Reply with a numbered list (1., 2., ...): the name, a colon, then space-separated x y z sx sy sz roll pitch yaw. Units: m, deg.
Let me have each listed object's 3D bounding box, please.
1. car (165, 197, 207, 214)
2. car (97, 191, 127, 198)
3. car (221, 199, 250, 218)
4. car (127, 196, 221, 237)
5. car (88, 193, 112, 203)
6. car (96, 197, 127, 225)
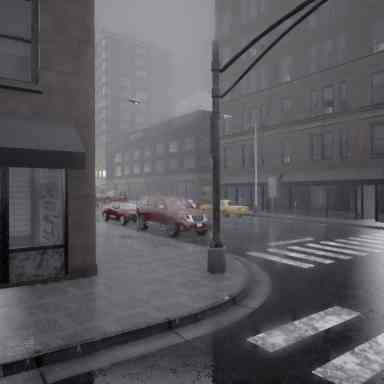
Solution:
1. car: -0.647 1.204 30.978 1.802 1.307 4.206 1 0 -36
2. car: -10.280 0.717 44.304 2.192 1.841 5.009 1 0 -36
3. car: 2.466 1.222 26.674 1.752 1.417 4.829 1 0 -36
4. car: -1.132 1.138 17.106 2.192 1.841 5.009 1 0 -36
5. car: -13.495 0.883 48.748 2.008 1.369 4.403 1 0 -36
6. car: -4.348 1.288 21.548 1.887 1.381 4.507 1 0 -36
